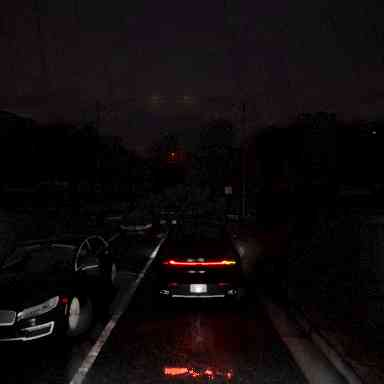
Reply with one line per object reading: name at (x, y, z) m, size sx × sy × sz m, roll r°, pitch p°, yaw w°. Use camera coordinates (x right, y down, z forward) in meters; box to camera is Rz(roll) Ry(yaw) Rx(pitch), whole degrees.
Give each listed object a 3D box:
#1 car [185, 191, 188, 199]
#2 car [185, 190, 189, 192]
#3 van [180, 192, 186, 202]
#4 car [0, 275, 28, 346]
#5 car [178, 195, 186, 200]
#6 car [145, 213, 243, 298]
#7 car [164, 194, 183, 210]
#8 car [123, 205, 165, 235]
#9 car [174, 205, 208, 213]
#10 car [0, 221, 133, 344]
car at (-2.557, 1.318, 71.886) m, size 2.192 × 1.841 × 5.009 m, roll -1°, pitch 0°, yaw 0°
car at (-2.517, 1.146, 94.056) m, size 2.192 × 1.841 × 5.009 m, roll -1°, pitch 1°, yaw 0°
van at (-2.564, 1.369, 66.343) m, size 1.690 × 1.788 × 3.998 m, roll -1°, pitch 0°, yaw 0°
car at (-2.657, 1.550, 1.066) m, size 2.008 × 1.369 × 4.403 m, roll -2°, pitch 0°, yaw 0°
car at (-2.523, 1.443, 88.507) m, size 2.008 × 1.369 × 4.403 m, roll -1°, pitch 0°, yaw 0°
car at (0.116, 1.503, 8.466) m, size 1.837 × 1.490 × 4.892 m, roll 0°, pitch 0°, yaw 0°
car at (-2.599, 1.490, 44.187) m, size 1.967 × 1.590 × 4.097 m, roll -2°, pitch 0°, yaw 0°
car at (-2.633, 1.584, 17.410) m, size 1.802 × 1.307 × 4.206 m, roll -2°, pitch 0°, yaw 0°
car at (0.157, 1.604, 18.597) m, size 1.895 × 1.301 × 4.718 m, roll 0°, pitch 0°, yaw 1°
car at (-2.650, 1.549, 6.515) m, size 2.008 × 1.369 × 4.403 m, roll -2°, pitch 0°, yaw 0°
